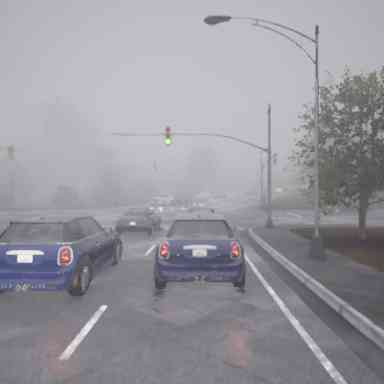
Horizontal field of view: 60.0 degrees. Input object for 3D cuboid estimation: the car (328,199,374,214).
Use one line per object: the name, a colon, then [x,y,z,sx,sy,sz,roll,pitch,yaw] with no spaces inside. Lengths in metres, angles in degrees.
car: [16.413,1.465,34.954,4.892,1.490,1.837,-1,0,4]

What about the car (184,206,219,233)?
car: [0.659,1.611,20.719,1.895,1.301,4.718,0,0,3]

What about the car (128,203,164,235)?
car: [-2.940,1.573,19.001,1.994,1.385,4.181,0,0,3]

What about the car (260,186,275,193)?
car: [19.753,-0.684,86.920,2.128,1.511,4.902,0,3,38]

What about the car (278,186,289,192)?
car: [23.353,-0.759,85.901,1.882,1.535,5.008,0,3,38]

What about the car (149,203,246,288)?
car: [0.208,1.354,9.389,2.097,1.767,4.553,0,0,1]

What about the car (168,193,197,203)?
car: [-1.346,1.167,52.120,2.150,2.045,5.566,0,1,16]

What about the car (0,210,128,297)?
car: [-3.303,1.354,8.770,2.097,1.767,4.553,0,0,1]

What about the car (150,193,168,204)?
car: [-4.752,1.171,52.951,2.150,2.045,5.566,0,1,15]

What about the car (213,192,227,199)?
car: [5.827,0.795,70.599,1.895,1.301,4.718,0,3,25]

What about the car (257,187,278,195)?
car: [17.618,-0.003,77.499,2.128,1.511,4.902,0,3,33]

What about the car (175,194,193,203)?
car: [-1.498,1.249,62.456,1.994,1.385,4.181,0,2,20]

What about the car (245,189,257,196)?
car: [14.088,0.059,78.433,1.812,1.442,4.674,0,3,33]

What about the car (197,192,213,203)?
car: [1.751,1.212,61.153,1.812,1.442,4.674,0,2,21]
